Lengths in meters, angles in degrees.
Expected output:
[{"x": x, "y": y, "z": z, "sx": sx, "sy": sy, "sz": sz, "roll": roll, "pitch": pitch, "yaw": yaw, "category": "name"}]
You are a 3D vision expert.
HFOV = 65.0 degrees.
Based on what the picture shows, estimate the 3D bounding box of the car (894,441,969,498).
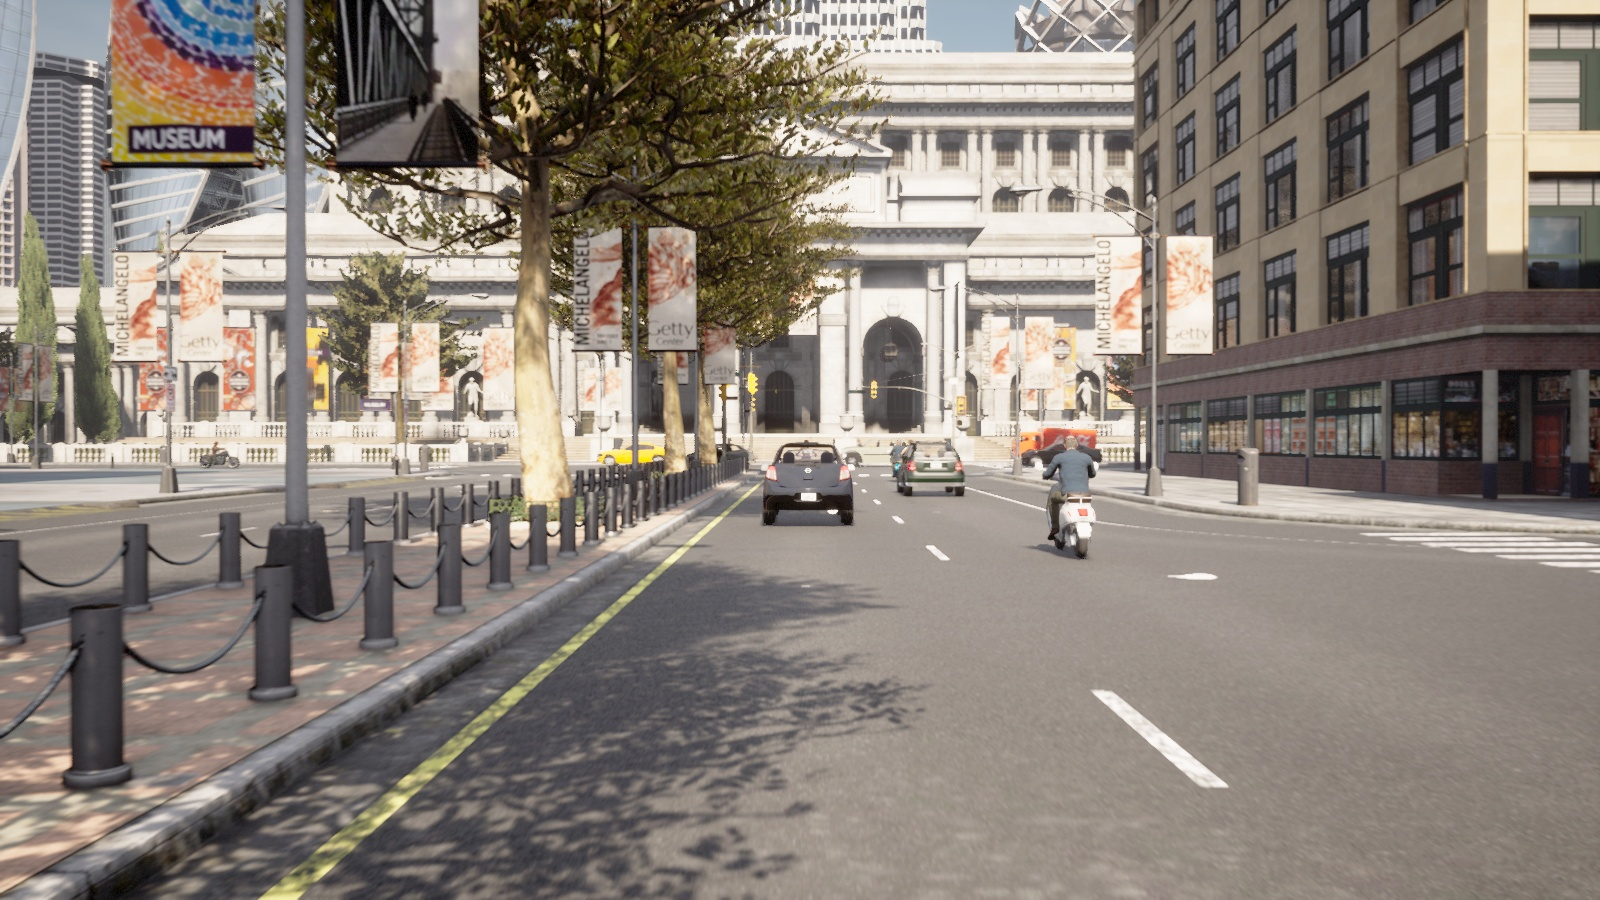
[{"x": 3.718, "y": 0.525, "z": 35.977, "sx": 1.789, "sy": 1.549, "sz": 3.705, "roll": 0, "pitch": 0, "yaw": 0, "category": "car"}]

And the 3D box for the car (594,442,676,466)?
[{"x": -10.524, "y": 0.263, "z": 80.399, "sx": 5.008, "sy": 1.535, "sz": 1.882, "roll": 0, "pitch": 0, "yaw": 1, "category": "car"}]

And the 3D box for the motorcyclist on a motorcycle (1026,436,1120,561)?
[{"x": 3.611, "y": 0.608, "z": 16.782, "sx": 0.866, "sy": 1.590, "sz": 1.817, "roll": 0, "pitch": 0, "yaw": 0, "category": "motorcyclist on a motorcycle"}]

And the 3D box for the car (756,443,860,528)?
[{"x": 0.152, "y": 0.624, "z": 24.131, "sx": 1.845, "sy": 1.501, "sz": 3.633, "roll": 0, "pitch": 0, "yaw": 0, "category": "car"}]

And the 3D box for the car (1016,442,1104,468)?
[{"x": 15.827, "y": 0.305, "z": 76.643, "sx": 5.008, "sy": 1.535, "sz": 1.882, "roll": 0, "pitch": 0, "yaw": 1, "category": "car"}]

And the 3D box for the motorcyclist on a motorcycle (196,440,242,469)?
[{"x": -34.073, "y": 0.255, "z": 73.624, "sx": 2.350, "sy": 1.649, "sz": 0.766, "roll": 0, "pitch": 0, "yaw": 0, "category": "motorcyclist on a motorcycle"}]

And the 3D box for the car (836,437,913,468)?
[{"x": 4.536, "y": 0.134, "z": 76.752, "sx": 4.605, "sy": 1.855, "sz": 1.932, "roll": 0, "pitch": 0, "yaw": 1, "category": "car"}]

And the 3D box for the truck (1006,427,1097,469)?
[{"x": 16.017, "y": -0.156, "z": 80.139, "sx": 5.204, "sy": 2.467, "sz": 2.627, "roll": 2, "pitch": 0, "yaw": 1, "category": "truck"}]

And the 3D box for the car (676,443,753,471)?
[{"x": -4.694, "y": 0.366, "z": 69.181, "sx": 1.816, "sy": 1.474, "sz": 4.193, "roll": 0, "pitch": 0, "yaw": 40, "category": "car"}]
